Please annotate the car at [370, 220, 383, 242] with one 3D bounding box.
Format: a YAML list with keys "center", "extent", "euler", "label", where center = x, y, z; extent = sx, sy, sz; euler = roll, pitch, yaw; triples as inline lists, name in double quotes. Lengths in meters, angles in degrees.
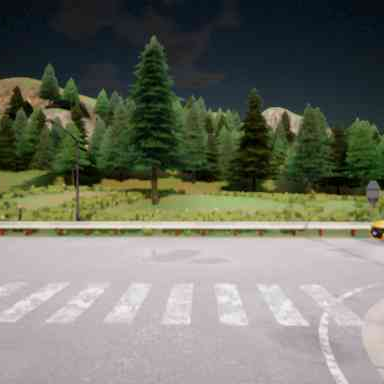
- center: [10.248, 1.485, 14.080]
  extent: [5.008, 1.535, 1.882]
  euler: [0, 0, 1]
  label: "car"
